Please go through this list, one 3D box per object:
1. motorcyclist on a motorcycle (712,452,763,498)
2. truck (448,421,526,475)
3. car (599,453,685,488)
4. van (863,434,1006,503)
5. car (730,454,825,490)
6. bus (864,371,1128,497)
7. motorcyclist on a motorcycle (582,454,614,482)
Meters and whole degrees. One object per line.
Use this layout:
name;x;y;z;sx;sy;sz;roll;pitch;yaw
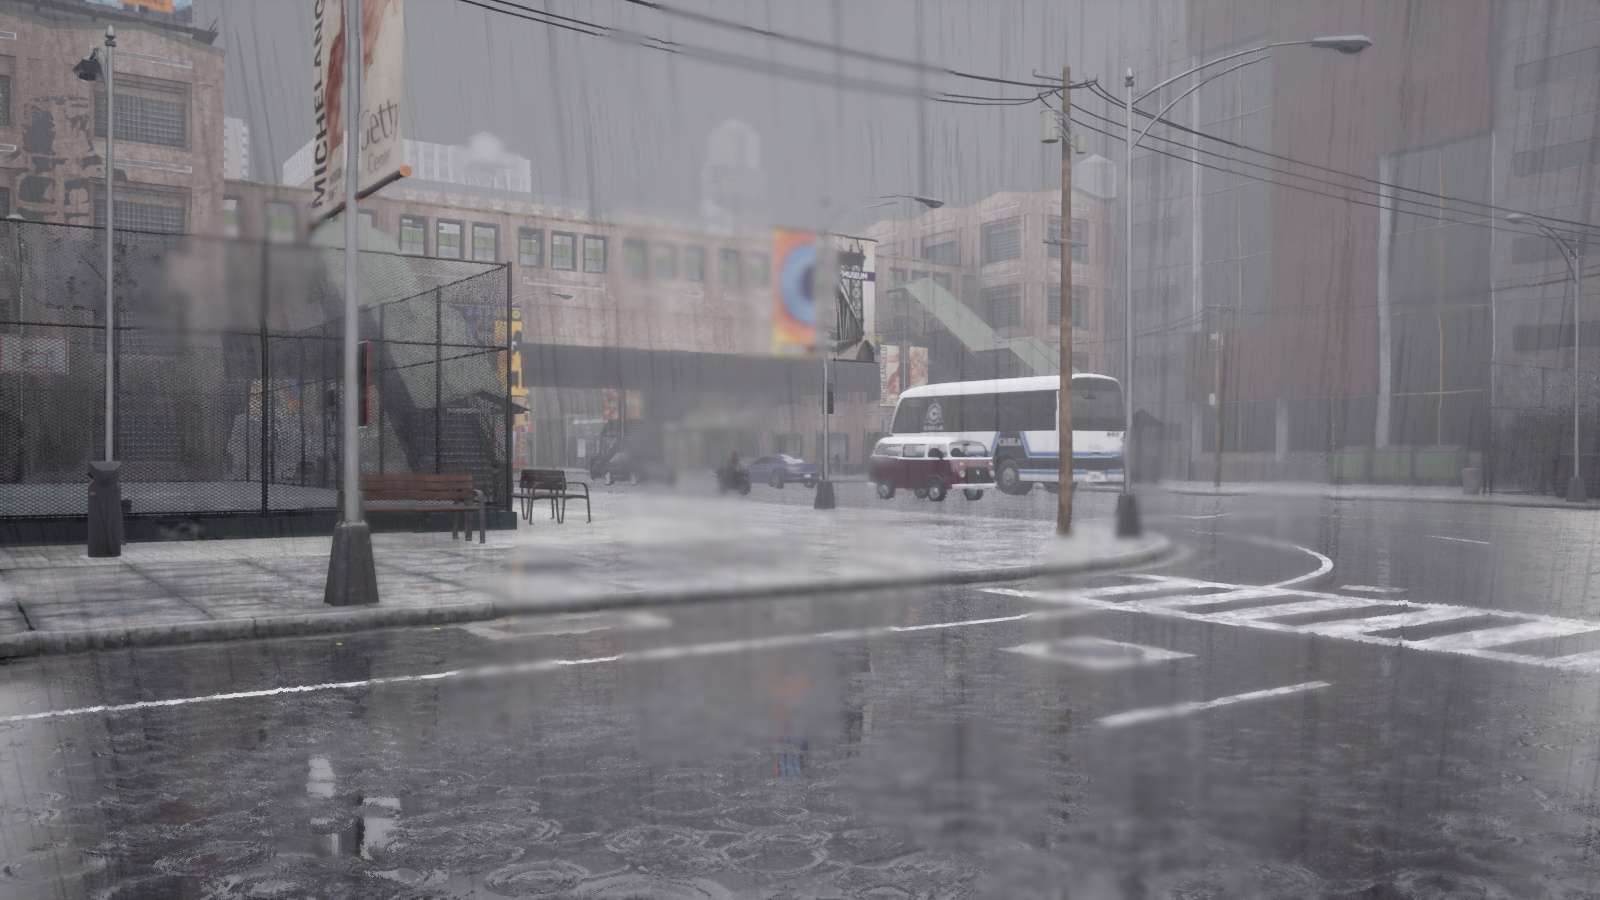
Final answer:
motorcyclist on a motorcycle;-2.152;0.836;42.737;0.797;1.523;2.044;0;0;-34
truck;-23.218;-0.143;92.871;2.891;3.827;8.468;0;0;-34
car;-7.174;0.903;56.436;1.837;1.490;4.892;0;0;-34
van;4.179;0.556;39.620;2.069;2.038;4.480;0;0;-34
car;-1.016;0.904;53.557;1.812;1.442;4.674;0;0;-34
bus;7.125;-0.530;47.762;3.944;4.253;10.273;0;0;-34
motorcyclist on a motorcycle;-11.033;0.971;68.586;0.866;1.530;2.191;0;0;-34
